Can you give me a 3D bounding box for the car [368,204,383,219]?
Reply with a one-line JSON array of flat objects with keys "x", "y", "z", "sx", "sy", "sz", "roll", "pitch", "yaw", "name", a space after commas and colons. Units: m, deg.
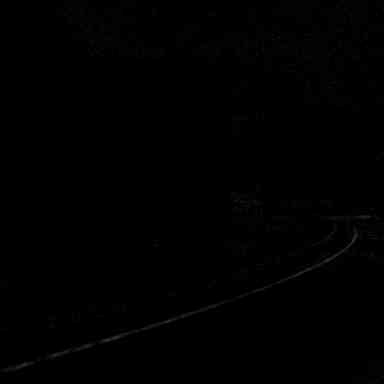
[{"x": 18.007, "y": 1.769, "z": 30.721, "sx": 2.033, "sy": 1.411, "sz": 5.357, "roll": 1, "pitch": -1, "yaw": 11, "name": "car"}]
